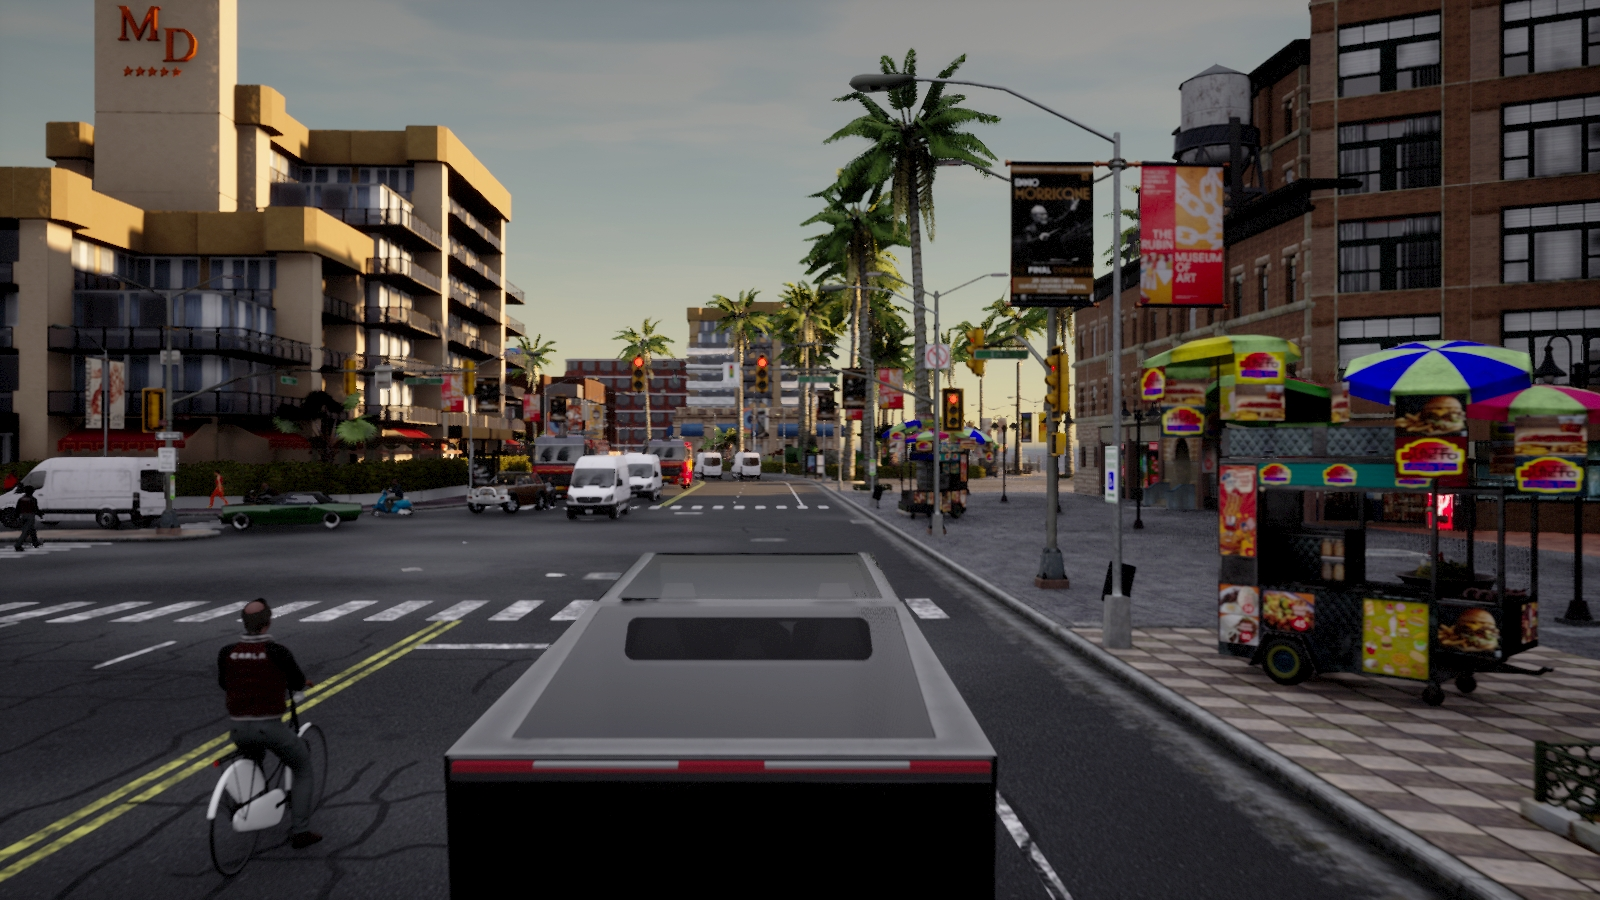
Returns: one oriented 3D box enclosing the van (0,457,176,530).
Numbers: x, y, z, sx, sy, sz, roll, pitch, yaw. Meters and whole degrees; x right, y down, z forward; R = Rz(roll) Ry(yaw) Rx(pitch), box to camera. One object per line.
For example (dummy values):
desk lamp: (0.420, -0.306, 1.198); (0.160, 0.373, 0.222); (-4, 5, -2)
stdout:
van: (-25.999, 1.535, 41.339); (5.915, 2.561, 1.988); (0, 0, 6)

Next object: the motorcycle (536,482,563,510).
motorcycle: (-12.080, 2.205, 55.177); (0.867, 1.251, 2.209); (0, 0, -1)

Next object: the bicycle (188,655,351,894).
bicycle: (-3.707, 2.210, 8.127); (0.329, 1.171, 1.835); (0, 0, -1)

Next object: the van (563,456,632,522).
van: (-8.327, 1.534, 47.564); (1.988, 2.561, 5.915); (0, 0, -2)

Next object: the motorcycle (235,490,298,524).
motorcycle: (-20.891, 2.205, 44.761); (2.209, 1.251, 0.867); (0, 0, -24)

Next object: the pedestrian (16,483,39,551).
pedestrian: (-21.392, 1.849, 31.632); (0.375, 1.860, 0.375); (0, 0, 1)

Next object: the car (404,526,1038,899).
car: (-0.290, 1.754, 7.443); (2.390, 2.098, 6.274); (0, 0, 0)

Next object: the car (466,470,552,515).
car: (-13.049, 1.864, 51.510); (1.932, 1.855, 4.605); (0, 0, 12)

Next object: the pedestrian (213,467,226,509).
pedestrian: (-25.931, 1.696, 51.027); (0.375, 1.860, 0.375); (0, 0, -2)

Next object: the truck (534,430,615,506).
truck: (-12.021, 0.890, 61.589); (2.891, 3.827, 8.468); (0, 0, -1)

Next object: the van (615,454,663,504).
van: (-8.808, 1.534, 62.946); (1.988, 2.561, 5.915); (0, 0, -2)

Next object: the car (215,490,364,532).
car: (-18.162, 2.155, 40.870); (4.718, 1.301, 1.895); (0, 0, -19)

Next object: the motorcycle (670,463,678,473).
motorcycle: (-15.377, 2.182, 139.197); (0.856, 1.236, 1.805); (0, 0, -2)

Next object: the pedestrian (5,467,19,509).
pedestrian: (-34.943, 1.697, 50.652); (0.375, 1.860, 0.375); (0, 0, -3)
